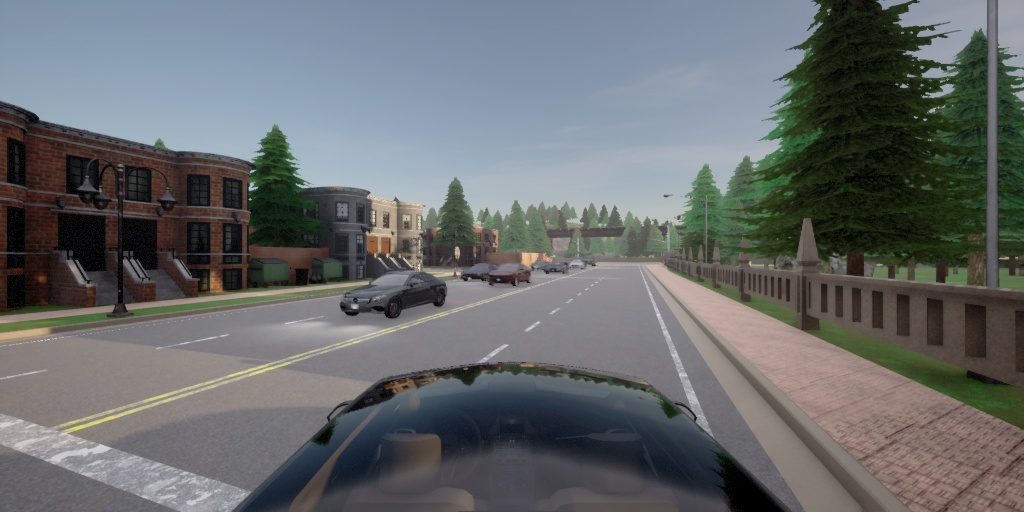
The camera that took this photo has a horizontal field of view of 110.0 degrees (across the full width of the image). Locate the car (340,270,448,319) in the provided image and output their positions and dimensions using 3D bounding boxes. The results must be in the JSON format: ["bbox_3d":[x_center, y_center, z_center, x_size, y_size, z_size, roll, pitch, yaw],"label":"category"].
[{"bbox_3d":[-4.044,1.276,13.144,1.812,1.442,4.674,0,0,19],"label":"car"}]

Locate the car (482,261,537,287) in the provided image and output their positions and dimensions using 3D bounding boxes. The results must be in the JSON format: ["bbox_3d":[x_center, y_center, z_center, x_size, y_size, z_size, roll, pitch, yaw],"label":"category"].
[{"bbox_3d":[-0.045,1.228,24.819,1.882,1.535,5.008,0,0,19],"label":"car"}]

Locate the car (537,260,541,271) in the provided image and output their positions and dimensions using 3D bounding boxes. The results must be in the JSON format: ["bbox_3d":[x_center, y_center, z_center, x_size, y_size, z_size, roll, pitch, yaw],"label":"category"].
[{"bbox_3d":[3.768,1.241,46.740,2.128,1.511,4.902,0,0,19],"label":"car"}]

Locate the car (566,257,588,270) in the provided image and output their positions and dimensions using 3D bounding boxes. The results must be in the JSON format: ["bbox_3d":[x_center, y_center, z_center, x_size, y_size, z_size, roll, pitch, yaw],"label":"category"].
[{"bbox_3d":[9.701,1.276,53.240,1.812,1.442,4.674,0,0,19],"label":"car"}]

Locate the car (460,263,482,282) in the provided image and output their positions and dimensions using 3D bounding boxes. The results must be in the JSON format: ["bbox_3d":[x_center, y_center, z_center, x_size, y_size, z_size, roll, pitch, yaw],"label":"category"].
[{"bbox_3d":[-2.292,1.297,29.060,2.033,1.411,5.357,0,0,19],"label":"car"}]

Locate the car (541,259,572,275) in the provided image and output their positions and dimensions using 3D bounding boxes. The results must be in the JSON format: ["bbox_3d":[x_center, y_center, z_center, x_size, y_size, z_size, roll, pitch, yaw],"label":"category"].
[{"bbox_3d":[4.933,1.314,39.333,1.994,1.385,4.181,0,0,19],"label":"car"}]
